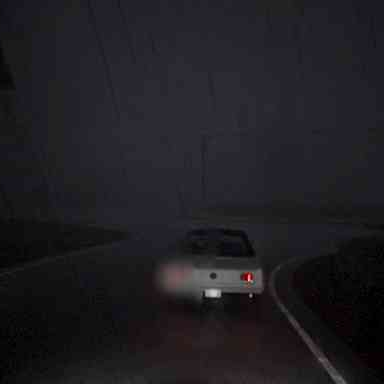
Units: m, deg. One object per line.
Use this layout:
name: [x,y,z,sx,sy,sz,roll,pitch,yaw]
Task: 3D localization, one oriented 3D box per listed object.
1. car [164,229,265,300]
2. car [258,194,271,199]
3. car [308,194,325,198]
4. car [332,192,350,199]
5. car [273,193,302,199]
car: [0.645,1.567,8.327,1.895,1.301,4.718,0,0,6]
car: [18.695,1.181,83.633,3.905,1.438,1.784,0,0,3]
car: [31.601,1.164,84.233,4.193,1.474,1.816,0,0,3]
car: [31.549,1.026,70.738,3.866,1.878,1.905,0,0,3]
car: [17.841,1.062,61.168,4.605,1.855,1.932,0,0,3]
